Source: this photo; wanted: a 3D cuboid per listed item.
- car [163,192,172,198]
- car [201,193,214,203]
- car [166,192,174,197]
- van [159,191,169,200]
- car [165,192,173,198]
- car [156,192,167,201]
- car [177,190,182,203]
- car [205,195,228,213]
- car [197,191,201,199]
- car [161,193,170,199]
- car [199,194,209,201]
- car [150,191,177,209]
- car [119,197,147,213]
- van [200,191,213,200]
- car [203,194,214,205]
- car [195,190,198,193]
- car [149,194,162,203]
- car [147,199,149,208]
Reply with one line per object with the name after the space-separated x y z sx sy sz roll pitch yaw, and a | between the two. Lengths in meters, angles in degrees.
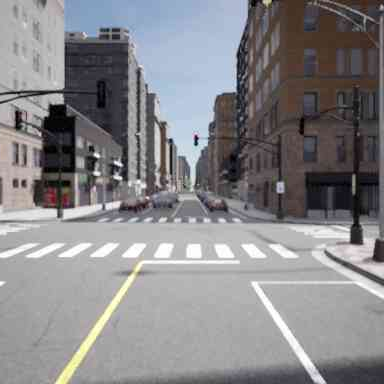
-6.127 0.825 83.634 2.008 1.369 4.403 1 0 0 | car
2.529 1.193 43.946 1.802 1.307 4.206 1 0 0 | car
-6.165 0.743 94.980 1.947 1.339 4.313 1 0 0 | car
-6.088 0.711 72.288 1.690 1.788 3.998 1 0 0 | van
-6.146 0.792 89.308 1.947 1.339 4.313 1 0 0 | car
-6.070 0.858 66.616 1.967 1.590 4.097 1 0 0 | car
-3.239 0.879 53.708 2.097 1.767 4.553 0 1 0 | car
2.567 1.292 32.600 1.802 1.307 4.206 1 1 0 | car
2.494 0.828 55.290 2.192 1.841 5.009 1 0 0 | car
-6.109 0.904 77.962 1.802 1.307 4.206 1 0 0 | car
2.454 0.999 66.639 1.802 1.307 4.206 1 0 0 | car
-3.216 1.017 37.821 2.097 1.767 4.553 0 0 0 | car
-5.959 1.256 32.581 1.887 1.381 4.507 1 1 0 | car
2.513 0.903 49.618 1.690 1.788 3.998 1 0 0 | van
2.548 1.242 38.273 1.802 1.307 4.206 1 0 0 | car
2.398 0.797 83.828 1.752 1.417 4.829 1 0 0 | car
-6.034 1.096 55.272 1.802 1.307 4.206 1 0 0 | car
-5.977 1.206 38.254 1.887 1.381 4.507 1 1 0 | car
